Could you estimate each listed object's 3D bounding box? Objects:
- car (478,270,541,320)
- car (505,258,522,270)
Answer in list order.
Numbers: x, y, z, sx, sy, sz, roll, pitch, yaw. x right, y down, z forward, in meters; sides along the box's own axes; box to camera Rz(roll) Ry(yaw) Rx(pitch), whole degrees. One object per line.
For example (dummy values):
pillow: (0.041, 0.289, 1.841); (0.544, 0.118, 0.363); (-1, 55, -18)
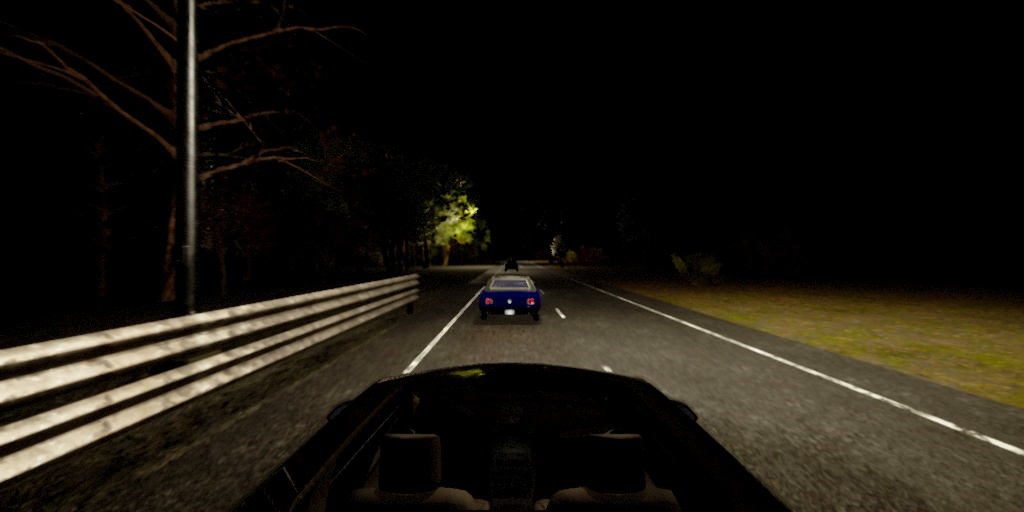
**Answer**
car: (-0.062, 1.362, 12.735); (1.895, 1.301, 4.718); (0, 0, 0)
car: (-0.061, 1.329, 49.682); (2.033, 1.411, 5.357); (0, 0, 0)
